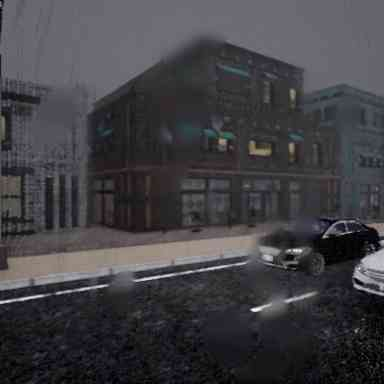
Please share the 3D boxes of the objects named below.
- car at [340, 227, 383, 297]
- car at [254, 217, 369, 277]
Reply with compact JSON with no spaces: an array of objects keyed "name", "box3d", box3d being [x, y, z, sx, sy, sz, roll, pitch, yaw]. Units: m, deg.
[{"name":"car","box3d":[5.652,1.596,7.711,4.674,1.442,1.812,1,0,-35]},{"name":"car","box3d":[4.076,1.565,10.578,4.902,1.511,2.128,1,0,-35]}]
